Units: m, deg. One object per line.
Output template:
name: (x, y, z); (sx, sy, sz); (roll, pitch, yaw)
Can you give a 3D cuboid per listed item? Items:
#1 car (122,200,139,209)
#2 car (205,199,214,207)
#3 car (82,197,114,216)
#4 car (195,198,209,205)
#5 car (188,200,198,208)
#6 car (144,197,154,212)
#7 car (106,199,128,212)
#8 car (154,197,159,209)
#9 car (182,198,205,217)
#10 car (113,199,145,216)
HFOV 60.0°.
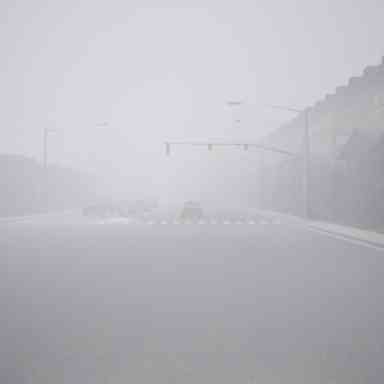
car: (-10.546, 2.115, 57.359); (2.128, 1.511, 4.902); (0, -1, 0)
car: (3.474, 2.295, 68.473); (1.994, 1.385, 4.181); (0, -1, -3)
car: (-10.562, 1.634, 37.833); (2.150, 2.045, 5.566); (0, -1, 2)
car: (2.224, 2.237, 78.092); (1.812, 1.442, 4.674); (0, -1, -17)
car: (0.090, 2.306, 64.952); (1.895, 1.301, 4.718); (0, -1, 0)
car: (-7.071, 1.863, 47.021); (2.097, 1.767, 4.553); (0, -1, 0)
car: (-10.565, 1.867, 47.361); (2.097, 1.767, 4.553); (0, -1, 0)
car: (-7.048, 1.847, 57.600); (2.150, 2.045, 5.566); (0, -1, 0)
car: (0.025, 1.749, 36.540); (2.097, 1.767, 4.553); (0, -1, 1)
car: (-7.074, 1.906, 38.075); (2.128, 1.511, 4.902); (0, -1, 0)
